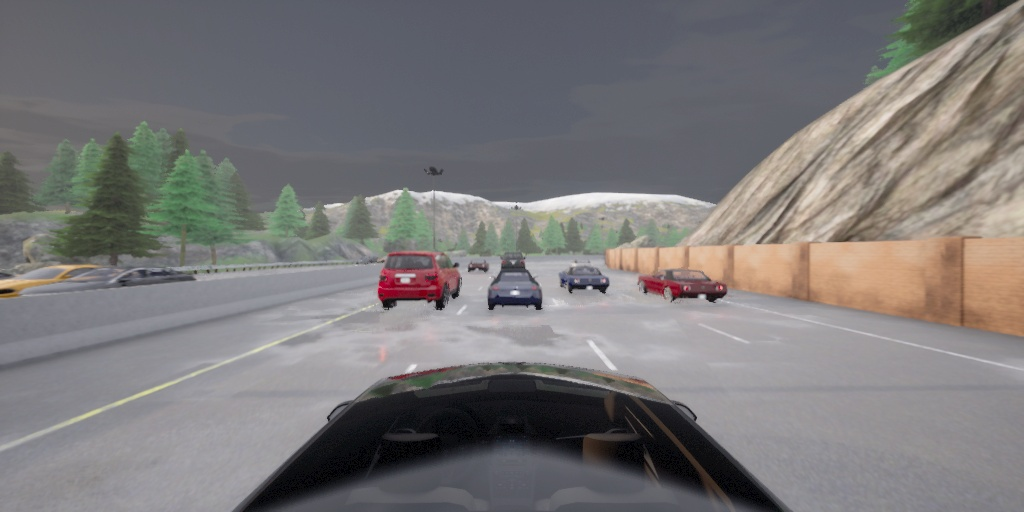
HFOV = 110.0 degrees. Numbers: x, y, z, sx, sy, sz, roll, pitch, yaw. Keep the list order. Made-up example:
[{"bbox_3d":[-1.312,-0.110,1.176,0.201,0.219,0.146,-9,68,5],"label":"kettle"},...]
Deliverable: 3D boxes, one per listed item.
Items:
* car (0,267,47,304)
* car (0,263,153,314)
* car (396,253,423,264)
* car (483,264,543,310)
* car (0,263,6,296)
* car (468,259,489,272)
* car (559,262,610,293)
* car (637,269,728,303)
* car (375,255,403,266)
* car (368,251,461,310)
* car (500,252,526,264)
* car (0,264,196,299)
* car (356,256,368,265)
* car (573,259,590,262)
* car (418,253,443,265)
[{"bbox_3d":[-21.098,1.192,13.408,1.994,1.385,4.181,0,1,0],"label":"car"},{"bbox_3d":[-17.598,1.098,14.145,1.882,1.535,5.008,0,1,0],"label":"car"},{"bbox_3d":[-15.859,0.386,55.693,1.882,1.535,5.008,0,1,11],"label":"car"},{"bbox_3d":[0.102,1.186,14.026,1.994,1.385,4.181,0,1,0],"label":"car"},{"bbox_3d":[-24.598,1.111,14.231,2.128,1.511,4.902,0,1,0],"label":"car"},{"bbox_3d":[-3.383,0.985,36.985,1.895,1.301,4.718,0,1,0],"label":"car"},{"bbox_3d":[3.602,1.174,18.827,1.895,1.301,4.718,0,1,0],"label":"car"},{"bbox_3d":[7.103,1.207,15.603,1.895,1.301,4.718,0,1,0],"label":"car"},{"bbox_3d":[-19.290,0.698,56.389,1.882,1.535,5.008,0,1,11],"label":"car"},{"bbox_3d":[-3.398,0.843,14.108,2.150,2.045,5.566,0,1,0],"label":"car"},{"bbox_3d":[0.104,0.647,33.046,2.150,2.045,5.566,0,1,0],"label":"car"},{"bbox_3d":[-14.098,1.125,12.920,2.128,1.511,4.902,0,1,0],"label":"car"},{"bbox_3d":[-22.721,0.704,57.080,2.128,1.511,4.902,0,1,11],"label":"car"},{"bbox_3d":[7.116,0.983,37.201,1.895,1.301,4.718,0,1,0],"label":"car"},{"bbox_3d":[-12.422,0.471,55.032,2.097,1.767,4.553,0,1,11],"label":"car"}]
